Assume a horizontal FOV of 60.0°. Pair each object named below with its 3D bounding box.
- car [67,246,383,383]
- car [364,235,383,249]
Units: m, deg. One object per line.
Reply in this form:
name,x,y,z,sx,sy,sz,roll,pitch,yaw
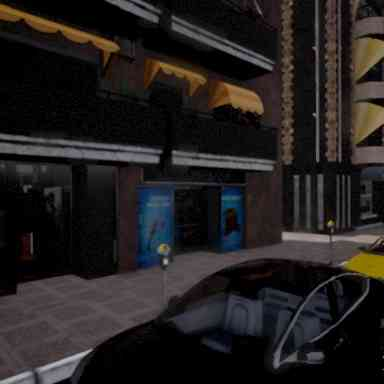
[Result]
car,0.837,1.553,3.758,4.313,1.339,1.947,0,0,-42
car,4.880,1.485,7.455,4.829,1.417,1.752,0,0,-42
